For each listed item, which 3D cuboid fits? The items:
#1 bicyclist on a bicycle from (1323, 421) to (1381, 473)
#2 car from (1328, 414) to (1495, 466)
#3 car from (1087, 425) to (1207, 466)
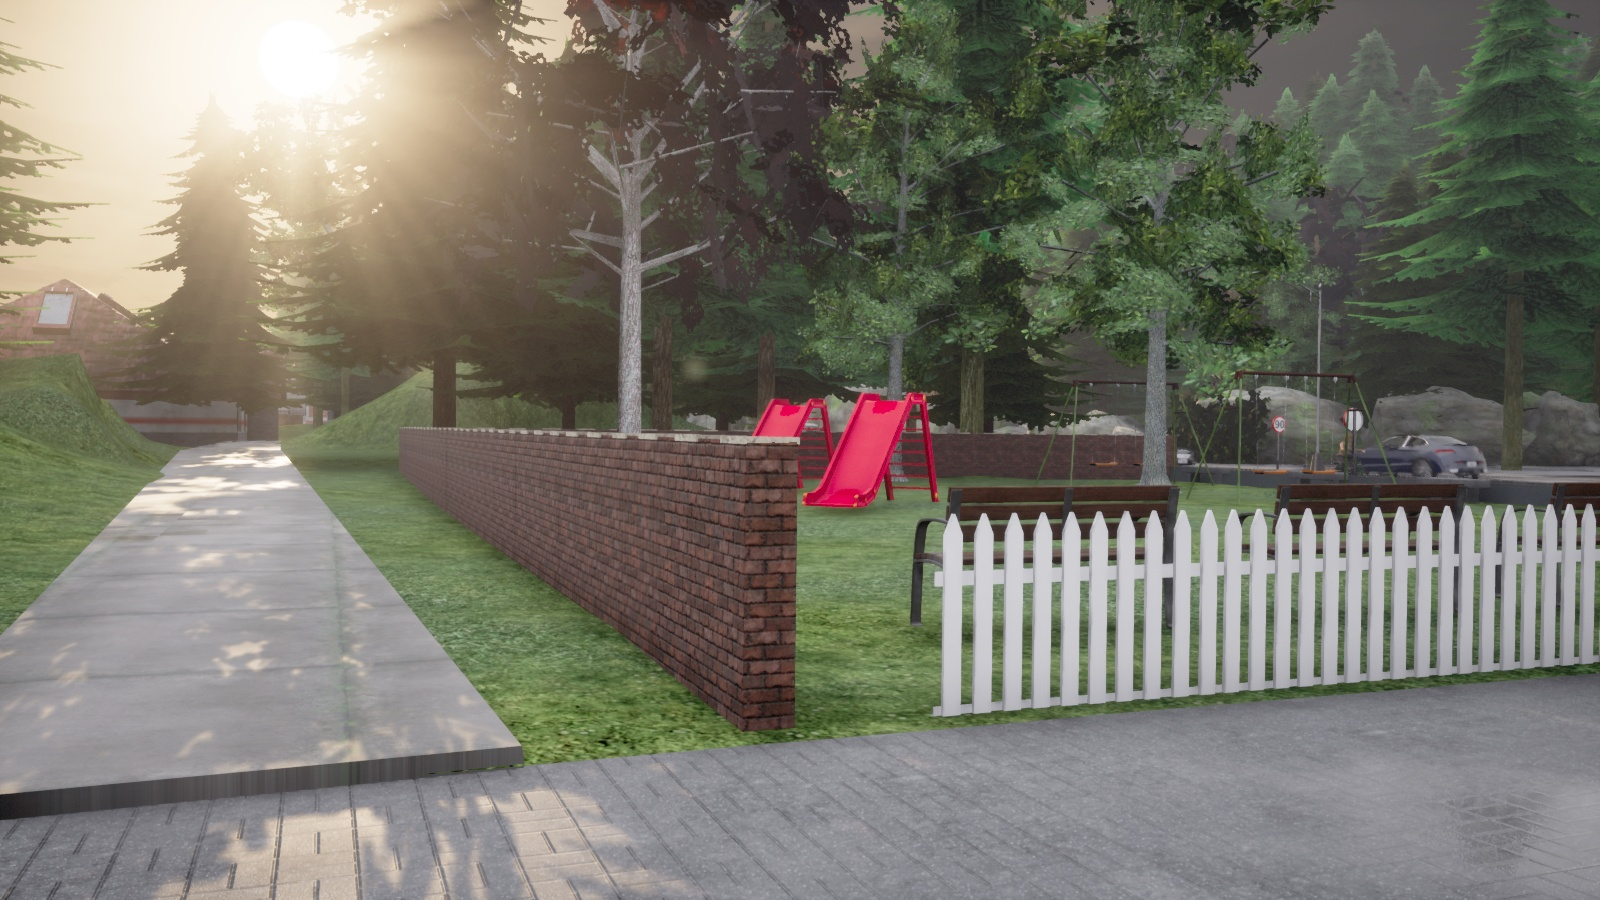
[{"bbox_3d":[17.599,-0.107,40.054,0.866,1.612,1.509,-1,1,-21],"label":"bicyclist on a bicycle"},{"bbox_3d":[20.770,-0.347,42.945,2.152,1.651,5.027,-1,1,-21],"label":"car"},{"bbox_3d":[13.763,-0.210,50.109,2.128,1.511,4.902,-1,1,-21],"label":"car"}]
